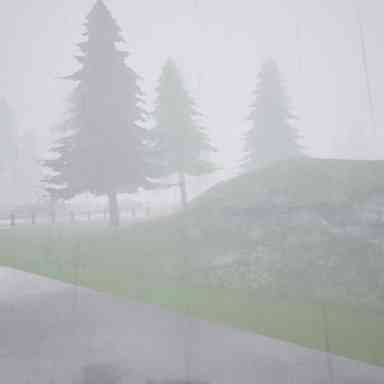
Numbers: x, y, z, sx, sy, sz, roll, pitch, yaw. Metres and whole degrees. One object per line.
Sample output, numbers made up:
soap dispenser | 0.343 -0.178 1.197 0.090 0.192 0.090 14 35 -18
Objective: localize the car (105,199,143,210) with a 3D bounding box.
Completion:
car | -7.571 1.466 37.357 4.181 1.385 1.994 0 0 -40

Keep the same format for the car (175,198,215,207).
car | 0.484 1.462 43.639 5.357 1.411 2.033 0 0 -35

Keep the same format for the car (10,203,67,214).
car | -14.201 1.386 31.023 2.128 1.511 4.902 0 0 44
